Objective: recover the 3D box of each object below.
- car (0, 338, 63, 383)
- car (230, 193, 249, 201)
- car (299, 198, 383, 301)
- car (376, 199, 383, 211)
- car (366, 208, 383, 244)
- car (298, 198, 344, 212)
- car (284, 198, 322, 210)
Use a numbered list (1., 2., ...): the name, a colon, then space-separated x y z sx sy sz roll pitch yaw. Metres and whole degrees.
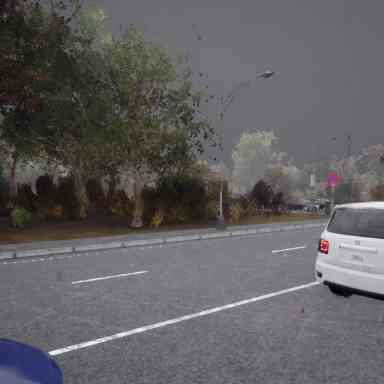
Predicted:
1. car: -3.051 1.526 1.567 4.674 1.442 1.812 0 0 -36
2. car: 6.991 1.212 47.619 2.150 2.045 5.566 0 0 -32
3. car: 5.071 1.221 7.369 5.566 2.045 2.150 0 0 -35
4. car: 24.962 1.547 39.208 2.033 1.411 5.357 0 0 -32
5. car: 10.419 1.505 15.746 4.892 1.490 1.837 0 0 -35
6. car: 15.595 1.491 40.550 2.128 1.511 4.902 0 0 -32
7. car: 12.565 1.492 38.767 2.128 1.511 4.902 0 0 -33
